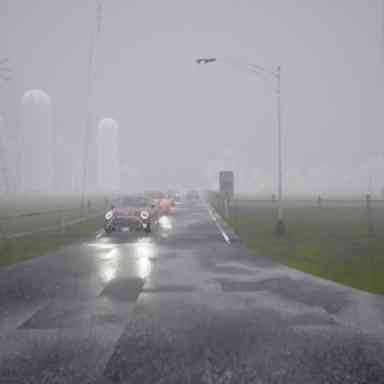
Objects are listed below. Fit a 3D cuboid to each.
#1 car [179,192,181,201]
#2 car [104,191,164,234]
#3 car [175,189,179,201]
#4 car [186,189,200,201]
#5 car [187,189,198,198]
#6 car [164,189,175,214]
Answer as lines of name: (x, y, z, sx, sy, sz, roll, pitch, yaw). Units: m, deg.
car: (-2.697, 0.360, 45.523, 2.097, 1.767, 4.553, -1, 1, 1)
car: (-2.836, 0.972, 16.548, 2.097, 1.767, 4.553, -1, 1, 1)
car: (-2.755, 0.760, 35.694, 2.033, 1.411, 5.357, -1, 1, 0)
car: (0.122, 0.407, 47.893, 2.128, 1.511, 4.902, -1, 1, 0)
car: (0.154, 0.204, 58.312, 1.837, 1.490, 4.892, -1, 1, 0)
car: (-2.783, 0.768, 26.122, 2.097, 1.767, 4.553, -1, 1, 1)
